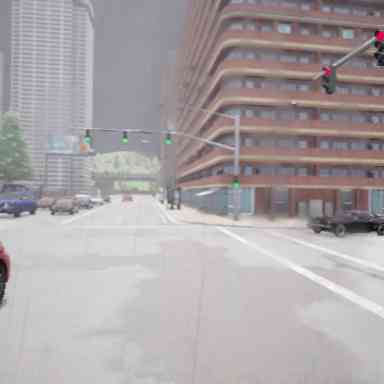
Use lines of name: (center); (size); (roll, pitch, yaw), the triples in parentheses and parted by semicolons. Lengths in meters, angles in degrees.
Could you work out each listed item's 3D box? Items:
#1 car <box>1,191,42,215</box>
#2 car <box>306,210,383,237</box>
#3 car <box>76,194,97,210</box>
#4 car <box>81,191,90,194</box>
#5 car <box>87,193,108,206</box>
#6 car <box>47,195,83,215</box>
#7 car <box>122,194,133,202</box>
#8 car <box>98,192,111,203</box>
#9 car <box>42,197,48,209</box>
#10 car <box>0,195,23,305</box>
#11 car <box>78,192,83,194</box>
car: (-14.838, 0.983, 27.840); (2.150, 2.045, 5.566); (1, 0, -6)
car: (8.688, 1.667, 18.248); (4.718, 1.301, 1.895); (1, 0, -20)
car: (-12.992, 1.309, 39.919); (1.812, 1.442, 4.674); (1, 0, -8)
car: (-18.969, 0.905, 58.277); (2.150, 2.045, 5.566); (1, 0, -8)
car: (-14.343, 1.284, 50.093); (1.812, 1.442, 4.674); (1, 0, -7)
car: (-11.774, 1.332, 31.146); (1.812, 1.442, 4.674); (1, 0, -9)
car: (-13.620, 1.113, 70.681); (2.097, 1.767, 4.553); (1, 0, -8)
car: (-15.739, 1.236, 60.437); (1.837, 1.490, 4.892); (1, 0, -8)
car: (-16.193, 1.262, 37.502); (1.812, 1.442, 4.674); (1, 0, -8)
car: (-4.308, 1.138, 4.074); (2.150, 2.045, 5.566); (1, 0, -8)
car: (-17.576, 1.215, 47.842); (1.837, 1.490, 4.892); (1, 0, -7)
